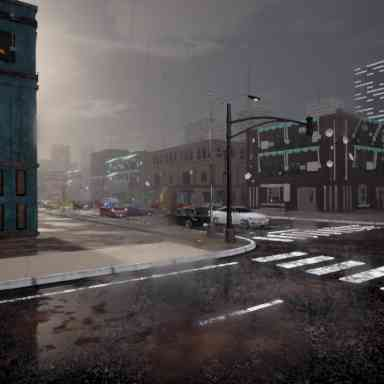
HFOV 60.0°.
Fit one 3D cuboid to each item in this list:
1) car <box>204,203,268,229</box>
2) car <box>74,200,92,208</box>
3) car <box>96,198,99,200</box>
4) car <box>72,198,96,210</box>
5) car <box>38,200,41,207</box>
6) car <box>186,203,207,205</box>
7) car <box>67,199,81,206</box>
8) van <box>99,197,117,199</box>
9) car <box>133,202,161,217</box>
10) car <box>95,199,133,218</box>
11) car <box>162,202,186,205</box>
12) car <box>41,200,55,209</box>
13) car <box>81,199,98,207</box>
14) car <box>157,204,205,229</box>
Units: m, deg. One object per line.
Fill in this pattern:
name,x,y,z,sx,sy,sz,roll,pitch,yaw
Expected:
car,3.221,1.720,23.499,1.812,1.442,4.674,-1,0,-36
car,-20.440,2.192,62.288,1.812,1.442,4.674,-1,0,-35
car,-17.503,1.940,62.603,2.192,1.841,5.009,-1,0,-35
car,-17.634,2.096,52.979,2.128,1.511,4.902,-1,0,-35
car,-30.738,2.376,66.778,2.008,1.369,4.403,-1,0,-35
car,1.728,1.810,35.524,2.008,1.369,4.403,-2,0,-35
car,-27.110,2.364,76.144,1.947,1.339,4.313,-1,0,-35
van,-14.298,1.907,58.090,1.690,1.788,3.998,-1,0,-35
car,-5.922,1.921,36.314,2.033,1.411,5.357,-1,0,-35
car,-8.311,1.846,35.184,1.967,1.590,4.097,-1,0,-35
car,-1.476,1.904,40.037,1.802,1.307,4.206,-2,0,-35
car,-24.231,2.233,57.612,1.752,1.417,4.829,-1,0,-35
car,-20.702,2.227,67.117,1.887,1.381,4.507,-1,0,-35
car,-0.374,1.814,23.799,1.947,1.339,4.313,-1,0,-35
